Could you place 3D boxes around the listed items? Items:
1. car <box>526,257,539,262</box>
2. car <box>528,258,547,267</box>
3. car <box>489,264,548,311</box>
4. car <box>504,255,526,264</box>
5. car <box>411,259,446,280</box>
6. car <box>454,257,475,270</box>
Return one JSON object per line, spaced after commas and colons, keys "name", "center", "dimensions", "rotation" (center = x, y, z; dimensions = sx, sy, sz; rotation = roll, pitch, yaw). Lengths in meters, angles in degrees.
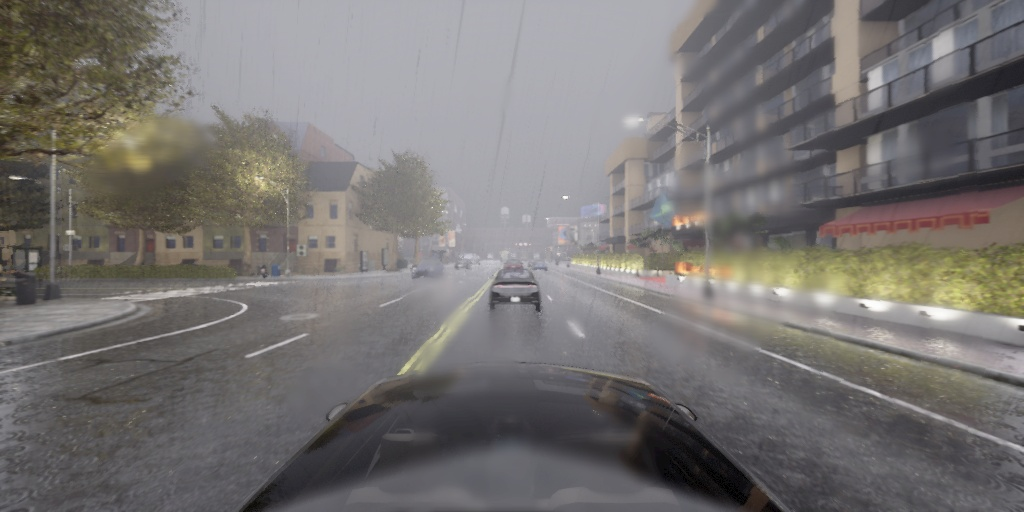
{"name": "car", "center": [3.611, 1.332, 59.644], "dimensions": [1.895, 1.301, 4.718], "rotation": [0, 0, 0]}
{"name": "car", "center": [3.682, 1.282, 47.949], "dimensions": [2.033, 1.411, 5.357], "rotation": [0, 0, 0]}
{"name": "car", "center": [0.123, 1.238, 14.385], "dimensions": [2.128, 1.511, 4.902], "rotation": [0, 0, 0]}
{"name": "car", "center": [0.172, 1.091, 38.679], "dimensions": [2.097, 1.767, 4.553], "rotation": [0, 0, 0]}
{"name": "car", "center": [-7.040, 1.096, 30.605], "dimensions": [2.097, 1.767, 4.553], "rotation": [0, 0, 0]}
{"name": "car", "center": [-6.968, 1.231, 50.945], "dimensions": [2.128, 1.511, 4.902], "rotation": [0, 0, 0]}
